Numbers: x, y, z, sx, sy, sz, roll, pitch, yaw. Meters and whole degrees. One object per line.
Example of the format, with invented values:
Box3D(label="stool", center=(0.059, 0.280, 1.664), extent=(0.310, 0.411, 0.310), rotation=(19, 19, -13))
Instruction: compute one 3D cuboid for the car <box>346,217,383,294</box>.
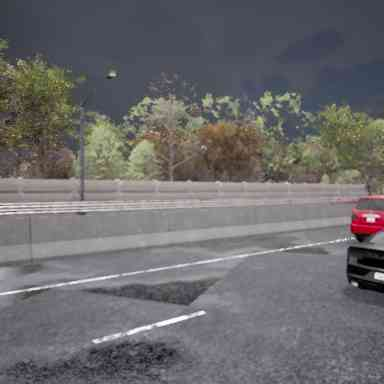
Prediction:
Box3D(label="car", center=(5.617, 1.451, 7.770), extent=(5.008, 1.535, 1.882), rotation=(0, 0, -36))

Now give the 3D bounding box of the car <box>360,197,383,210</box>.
Box3D(label="car", center=(23.751, 1.419, 42.409), extent=(4.902, 1.511, 2.128), rotation=(0, 0, -36))

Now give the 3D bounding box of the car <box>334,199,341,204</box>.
Box3D(label="car", center=(21.206, 1.397, 44.898), extent=(5.008, 1.535, 1.882), rotation=(0, 0, -35))

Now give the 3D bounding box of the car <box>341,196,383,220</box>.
Box3D(label="car", center=(9.225, 1.178, 14.666), extent=(5.566, 2.045, 2.150), rotation=(0, 0, -36))
